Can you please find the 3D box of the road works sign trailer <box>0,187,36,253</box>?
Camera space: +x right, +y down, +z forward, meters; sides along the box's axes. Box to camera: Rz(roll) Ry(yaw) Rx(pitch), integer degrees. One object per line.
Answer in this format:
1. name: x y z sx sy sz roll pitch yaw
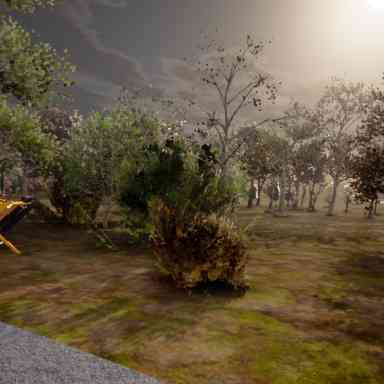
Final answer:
1. road works sign trailer: -7.411 1.194 13.061 2.880 2.380 3.560 46 -7 -7
